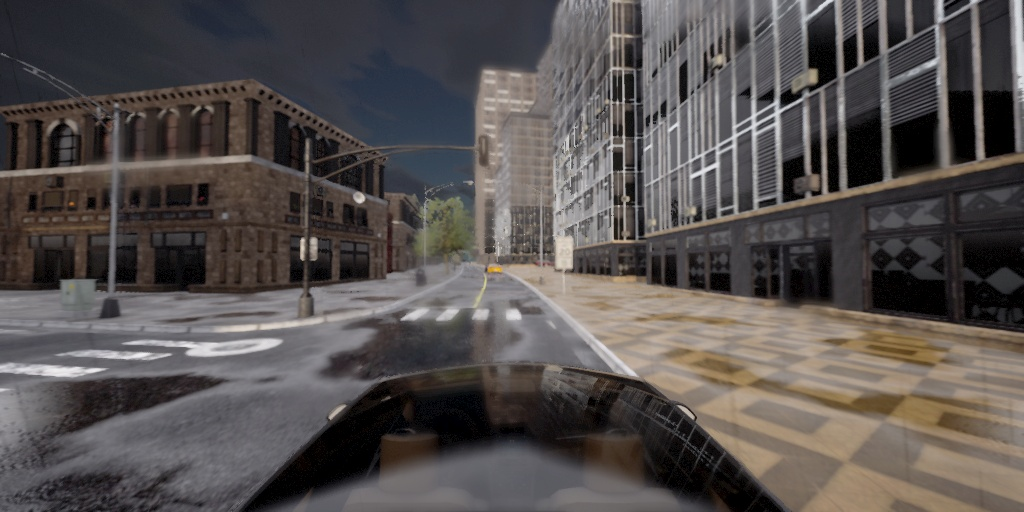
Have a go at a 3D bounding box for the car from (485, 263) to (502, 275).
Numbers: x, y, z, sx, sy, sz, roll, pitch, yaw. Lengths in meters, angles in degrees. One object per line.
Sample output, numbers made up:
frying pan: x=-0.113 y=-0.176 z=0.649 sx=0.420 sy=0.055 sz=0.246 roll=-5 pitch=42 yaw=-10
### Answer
car: x=-2.431 y=1.781 z=50.372 sx=1.882 sy=1.535 sz=5.008 roll=0 pitch=-1 yaw=-6

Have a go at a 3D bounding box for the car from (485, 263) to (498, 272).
car: x=-3.565 y=1.945 z=60.748 sx=1.812 sy=1.442 sz=4.674 roll=0 pitch=-1 yaw=-7
